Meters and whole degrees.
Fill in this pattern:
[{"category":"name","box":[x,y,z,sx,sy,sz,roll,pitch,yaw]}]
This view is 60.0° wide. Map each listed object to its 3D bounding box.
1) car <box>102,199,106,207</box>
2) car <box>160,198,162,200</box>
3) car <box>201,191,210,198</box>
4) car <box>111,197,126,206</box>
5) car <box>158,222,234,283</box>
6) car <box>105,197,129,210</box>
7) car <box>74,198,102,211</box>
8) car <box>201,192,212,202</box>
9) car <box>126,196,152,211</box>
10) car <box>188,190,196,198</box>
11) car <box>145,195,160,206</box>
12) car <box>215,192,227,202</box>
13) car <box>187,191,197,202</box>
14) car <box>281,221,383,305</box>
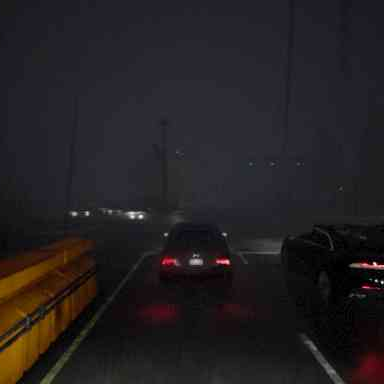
[{"category":"car","box":[-14.008,1.836,53.621,2.033,1.411,5.357,0,0,0]},{"category":"car","box":[-6.960,1.842,65.988,2.033,1.411,5.357,0,1,0]},{"category":"car","box":[3.472,0.660,87.078,1.994,1.385,4.181,0,6,0]},{"category":"car","box":[-13.967,1.825,63.574,1.837,1.490,4.892,0,0,0]},{"category":"car","box":[0.103,1.601,9.817,2.033,1.411,5.357,0,0,0]},{"category":"car","box":[-10.521,1.807,48.223,2.033,1.411,5.357,0,0,0]},{"category":"car","box":[-14.029,1.590,44.158,2.097,1.767,4.553,0,0,0]},{"category":"car","box":[3.511,1.237,77.122,2.097,1.767,4.553,0,4,0]},{"category":"car","box":[-6.996,1.732,44.555,2.128,1.511,4.902,0,0,-1]},{"category":"car","box":[-0.028,0.585,87.056,1.882,1.535,5.008,0,6,0]},{"category":"car","box":[-7.006,1.514,54.409,2.150,2.045,5.566,0,0,0]},{"category":"car","box":[7.010,1.414,77.426,1.994,1.385,4.181,0,4,0]},{"category":"car","box":[0.011,1.385,77.027,1.837,1.490,4.892,0,4,0]},{"category":"car","box":[3.595,1.536,8.147,2.128,1.511,4.902,0,0,0]}]
